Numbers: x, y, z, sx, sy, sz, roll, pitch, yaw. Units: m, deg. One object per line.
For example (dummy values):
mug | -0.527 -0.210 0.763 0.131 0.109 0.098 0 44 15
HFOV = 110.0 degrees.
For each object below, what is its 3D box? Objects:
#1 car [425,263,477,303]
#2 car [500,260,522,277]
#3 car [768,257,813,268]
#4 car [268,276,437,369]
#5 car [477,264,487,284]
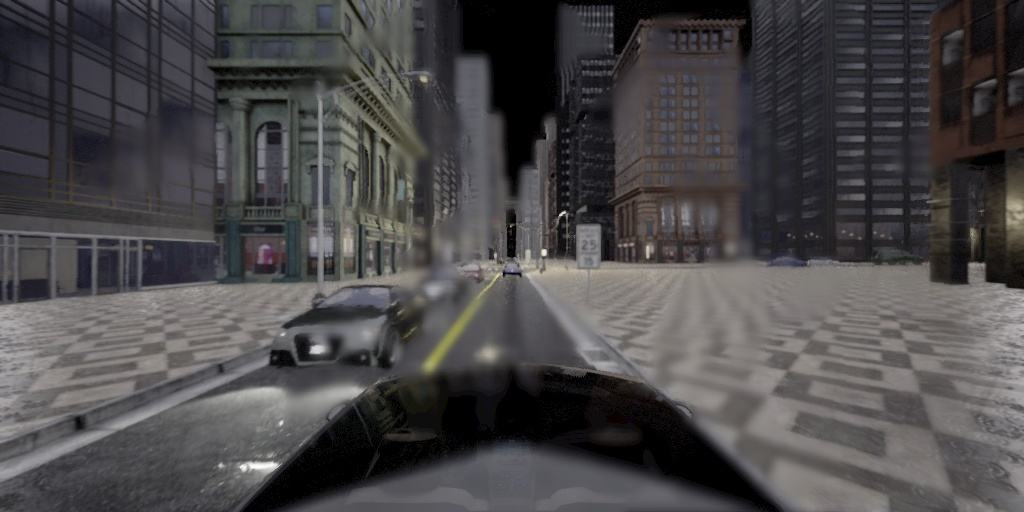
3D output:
car | -3.093 1.250 16.704 2.128 1.511 4.902 0 0 0
car | 0.042 1.341 36.146 1.994 1.385 4.181 0 0 1
car | 36.702 0.891 47.754 4.674 1.442 1.812 -1 0 0
car | -3.102 1.317 7.733 1.994 1.385 4.181 0 0 0
car | -3.077 1.294 27.010 1.812 1.442 4.674 0 0 0
